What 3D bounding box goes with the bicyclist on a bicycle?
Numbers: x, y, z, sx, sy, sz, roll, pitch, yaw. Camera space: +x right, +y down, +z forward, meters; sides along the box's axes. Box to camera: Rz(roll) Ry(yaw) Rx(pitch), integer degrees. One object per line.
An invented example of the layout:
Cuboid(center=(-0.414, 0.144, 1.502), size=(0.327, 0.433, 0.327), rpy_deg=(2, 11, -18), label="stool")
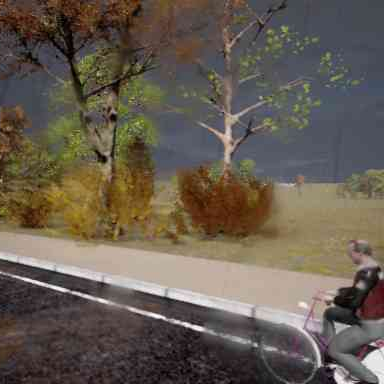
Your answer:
Cuboid(center=(1.559, 1.369, 3.523), size=(1.843, 1.776, 0.659), rpy_deg=(0, 0, 35), label="bicyclist on a bicycle")
